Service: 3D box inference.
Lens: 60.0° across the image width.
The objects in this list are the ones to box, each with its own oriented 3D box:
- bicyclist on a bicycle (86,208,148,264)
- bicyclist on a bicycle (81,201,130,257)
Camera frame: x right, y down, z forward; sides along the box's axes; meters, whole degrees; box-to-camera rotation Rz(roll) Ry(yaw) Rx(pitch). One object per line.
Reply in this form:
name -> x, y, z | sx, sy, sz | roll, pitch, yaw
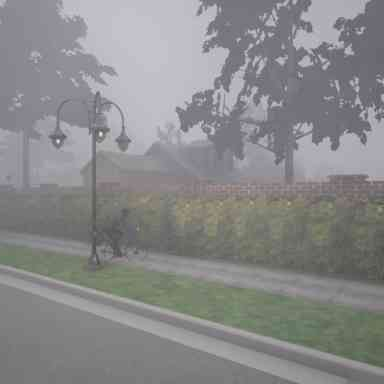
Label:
bicyclist on a bicycle -> -2.110, 1.301, 9.780 | 1.656, 1.620, 0.582 | 0, 0, 5
bicyclist on a bicycle -> -3.182, 1.373, 12.384 | 1.620, 1.656, 0.582 | -28, 59, -32
